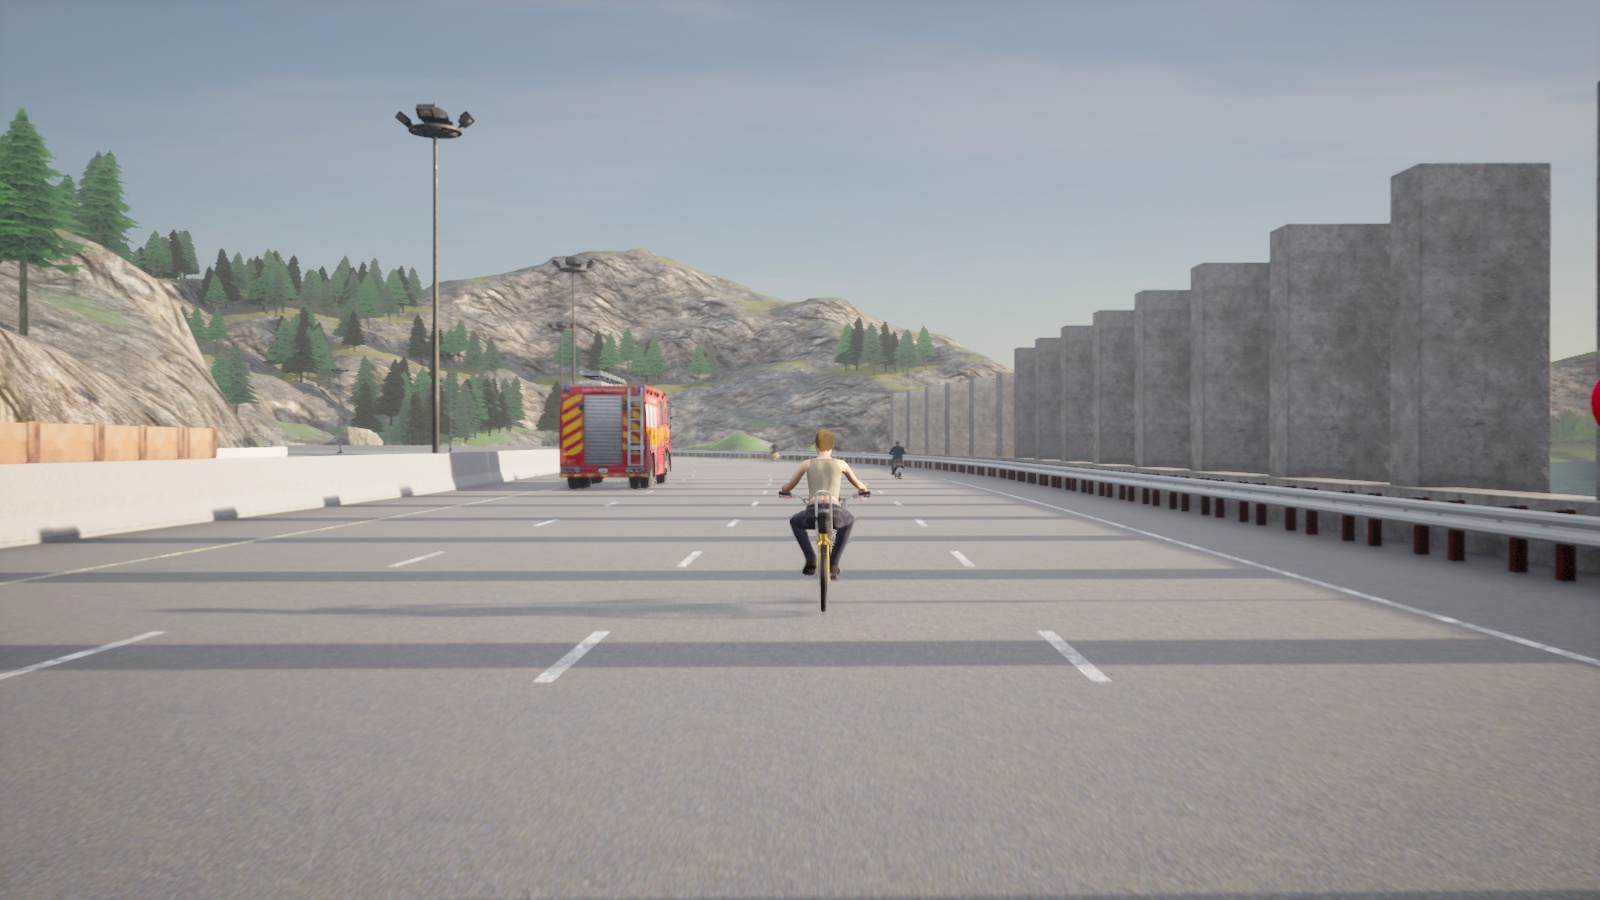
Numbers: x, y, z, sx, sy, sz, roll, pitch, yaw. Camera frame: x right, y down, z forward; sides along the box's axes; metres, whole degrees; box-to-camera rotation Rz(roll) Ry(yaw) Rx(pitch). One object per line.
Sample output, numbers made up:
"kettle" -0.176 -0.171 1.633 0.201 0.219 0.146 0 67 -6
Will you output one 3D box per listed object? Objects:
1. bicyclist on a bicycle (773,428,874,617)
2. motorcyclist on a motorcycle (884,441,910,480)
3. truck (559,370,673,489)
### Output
"bicyclist on a bicycle" 0.221 0.618 11.491 0.866 1.612 1.509 0 0 2
"motorcyclist on a motorcycle" 4.026 0.407 52.196 0.866 1.590 1.817 0 0 -1
"truck" -6.357 -0.677 44.670 2.891 3.827 8.468 0 0 -1
